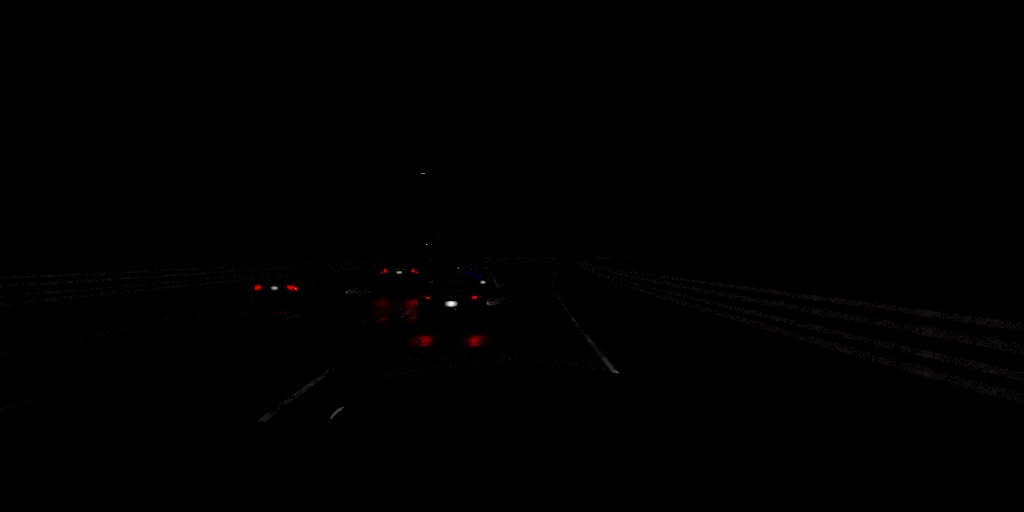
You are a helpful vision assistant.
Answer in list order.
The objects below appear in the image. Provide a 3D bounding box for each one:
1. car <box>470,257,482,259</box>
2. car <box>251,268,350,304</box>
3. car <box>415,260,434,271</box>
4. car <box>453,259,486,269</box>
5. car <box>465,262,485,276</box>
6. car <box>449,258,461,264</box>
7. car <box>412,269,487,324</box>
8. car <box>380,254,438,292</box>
[{"bbox_3d":[-5.572,1.237,56.614,1.837,1.490,4.892,0,0,-6],"label":"car"},{"bbox_3d":[-9.089,1.252,15.946,2.033,1.411,5.357,0,0,-4],"label":"car"},{"bbox_3d":[-11.620,1.262,47.843,1.994,1.385,4.181,0,0,-5],"label":"car"},{"bbox_3d":[-2.834,1.187,25.053,1.882,1.535,5.008,0,0,-4],"label":"car"},{"bbox_3d":[-3.747,1.305,36.869,1.895,1.301,4.718,0,0,-5],"label":"car"},{"bbox_3d":[-9.676,1.294,64.167,2.033,1.411,5.357,0,0,-7],"label":"car"},{"bbox_3d":[-1.836,1.297,11.945,1.994,1.385,4.181,0,0,-4],"label":"car"},{"bbox_3d":[-5.917,0.927,20.790,2.150,2.045,5.566,0,0,-4],"label":"car"}]
